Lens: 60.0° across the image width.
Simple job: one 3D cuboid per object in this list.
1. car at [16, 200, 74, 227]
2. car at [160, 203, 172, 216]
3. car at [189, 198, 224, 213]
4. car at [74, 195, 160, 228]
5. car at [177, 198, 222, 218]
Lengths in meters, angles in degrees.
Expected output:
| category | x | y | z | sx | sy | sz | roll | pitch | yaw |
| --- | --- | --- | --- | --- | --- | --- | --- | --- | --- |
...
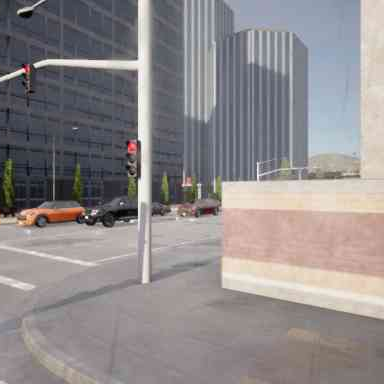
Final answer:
| category | x | y | z | sx | sy | sz | roll | pitch | yaw |
| --- | --- | --- | --- | --- | --- | --- | --- | --- | --- |
| car | -9.669 | 1.404 | 23.147 | 2.097 | 1.767 | 4.553 | 0 | 0 | 36 |
| car | -4.144 | 1.600 | 30.842 | 2.033 | 1.411 | 5.357 | 0 | 0 | 36 |
| car | 1.782 | 1.557 | 39.072 | 1.837 | 1.490 | 4.892 | 0 | 0 | 36 |
| car | -5.114 | 1.274 | 23.494 | 2.150 | 2.045 | 5.566 | 0 | 0 | 36 |
| car | 0.615 | 1.405 | 31.463 | 2.097 | 1.767 | 4.553 | 0 | 0 | 36 |
